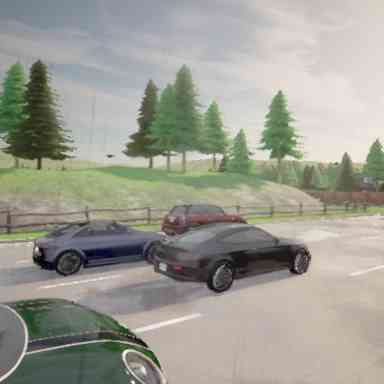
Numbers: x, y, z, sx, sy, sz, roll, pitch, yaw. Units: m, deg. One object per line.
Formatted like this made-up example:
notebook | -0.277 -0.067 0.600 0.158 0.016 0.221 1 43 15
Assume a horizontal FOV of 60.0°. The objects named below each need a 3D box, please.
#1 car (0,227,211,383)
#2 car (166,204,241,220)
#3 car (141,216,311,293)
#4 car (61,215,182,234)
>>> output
car | -2.341 1.345 2.084 4.553 1.767 2.097 0 0 -36
car | 0.755 1.391 17.207 4.553 1.767 2.097 0 0 -36
car | 1.215 1.549 8.930 4.674 1.442 1.812 0 0 -36
car | -2.690 1.574 10.441 4.181 1.385 1.994 0 0 -36
